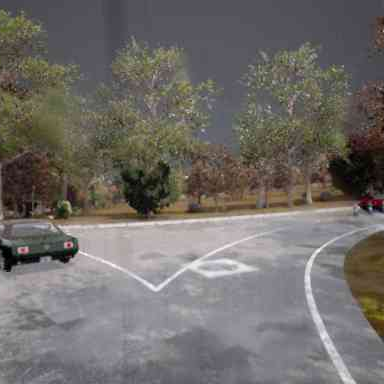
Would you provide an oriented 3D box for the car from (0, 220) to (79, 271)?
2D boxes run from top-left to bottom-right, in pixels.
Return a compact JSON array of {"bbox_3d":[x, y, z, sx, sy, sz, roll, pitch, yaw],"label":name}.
[{"bbox_3d":[-5.497,1.561,10.851,1.895,1.301,4.718,0,0,-41],"label":"car"}]

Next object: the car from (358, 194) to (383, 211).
[{"bbox_3d":[16.491,0.829,28.289,4.718,1.301,1.895,-4,2,-21],"label":"car"}]
